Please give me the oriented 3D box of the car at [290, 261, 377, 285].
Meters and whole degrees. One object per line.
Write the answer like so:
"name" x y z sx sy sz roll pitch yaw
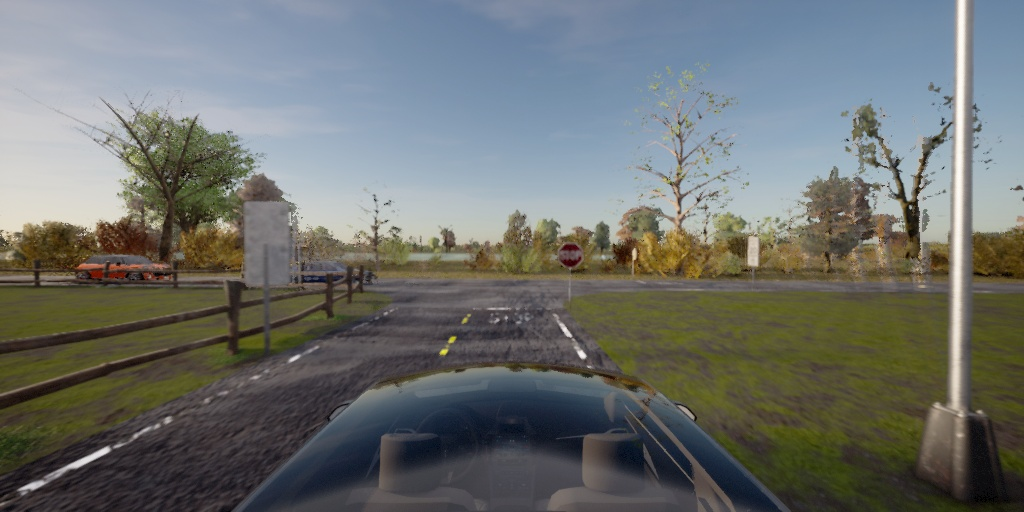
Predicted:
"car" -11.085 1.037 21.624 5.357 1.411 2.033 1 1 0

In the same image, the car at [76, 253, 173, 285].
"car" -23.131 0.728 21.662 4.553 1.767 2.097 0 1 0
